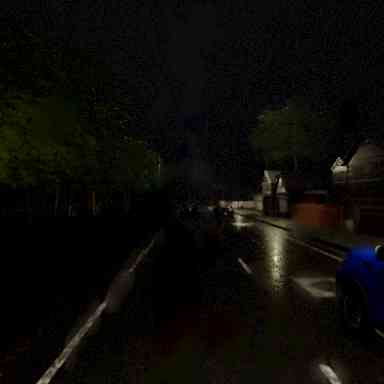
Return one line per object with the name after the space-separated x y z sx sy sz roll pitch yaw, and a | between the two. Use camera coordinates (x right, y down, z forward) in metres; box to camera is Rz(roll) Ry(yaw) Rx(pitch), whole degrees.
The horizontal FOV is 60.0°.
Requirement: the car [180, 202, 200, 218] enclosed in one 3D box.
-0.175 1.890 36.234 2.097 1.767 4.553 0 -1 0 | car

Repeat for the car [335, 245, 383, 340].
3.563 1.246 3.481 2.150 2.045 5.566 0 0 1 | car

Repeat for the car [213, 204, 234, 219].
3.336 2.014 35.534 2.128 1.511 4.902 0 -1 0 | car

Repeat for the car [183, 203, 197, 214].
-0.259 2.273 45.947 1.812 1.442 4.674 0 -1 -1 | car
